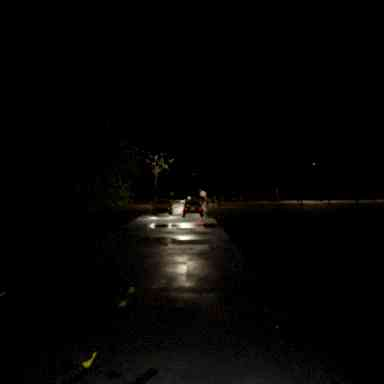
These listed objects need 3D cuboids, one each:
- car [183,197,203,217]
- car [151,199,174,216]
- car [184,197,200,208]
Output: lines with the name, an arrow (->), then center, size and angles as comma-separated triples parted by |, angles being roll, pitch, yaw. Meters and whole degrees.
car -> 0.075, 1.418, 31.198 | 1.801, 1.575, 5.366 | 0, 0, 0
car -> -2.812, 1.438, 32.436 | 1.882, 1.535, 5.008 | 0, 0, 1
car -> -0.008, 1.467, 48.733 | 2.163, 1.488, 4.792 | 0, 0, 0
